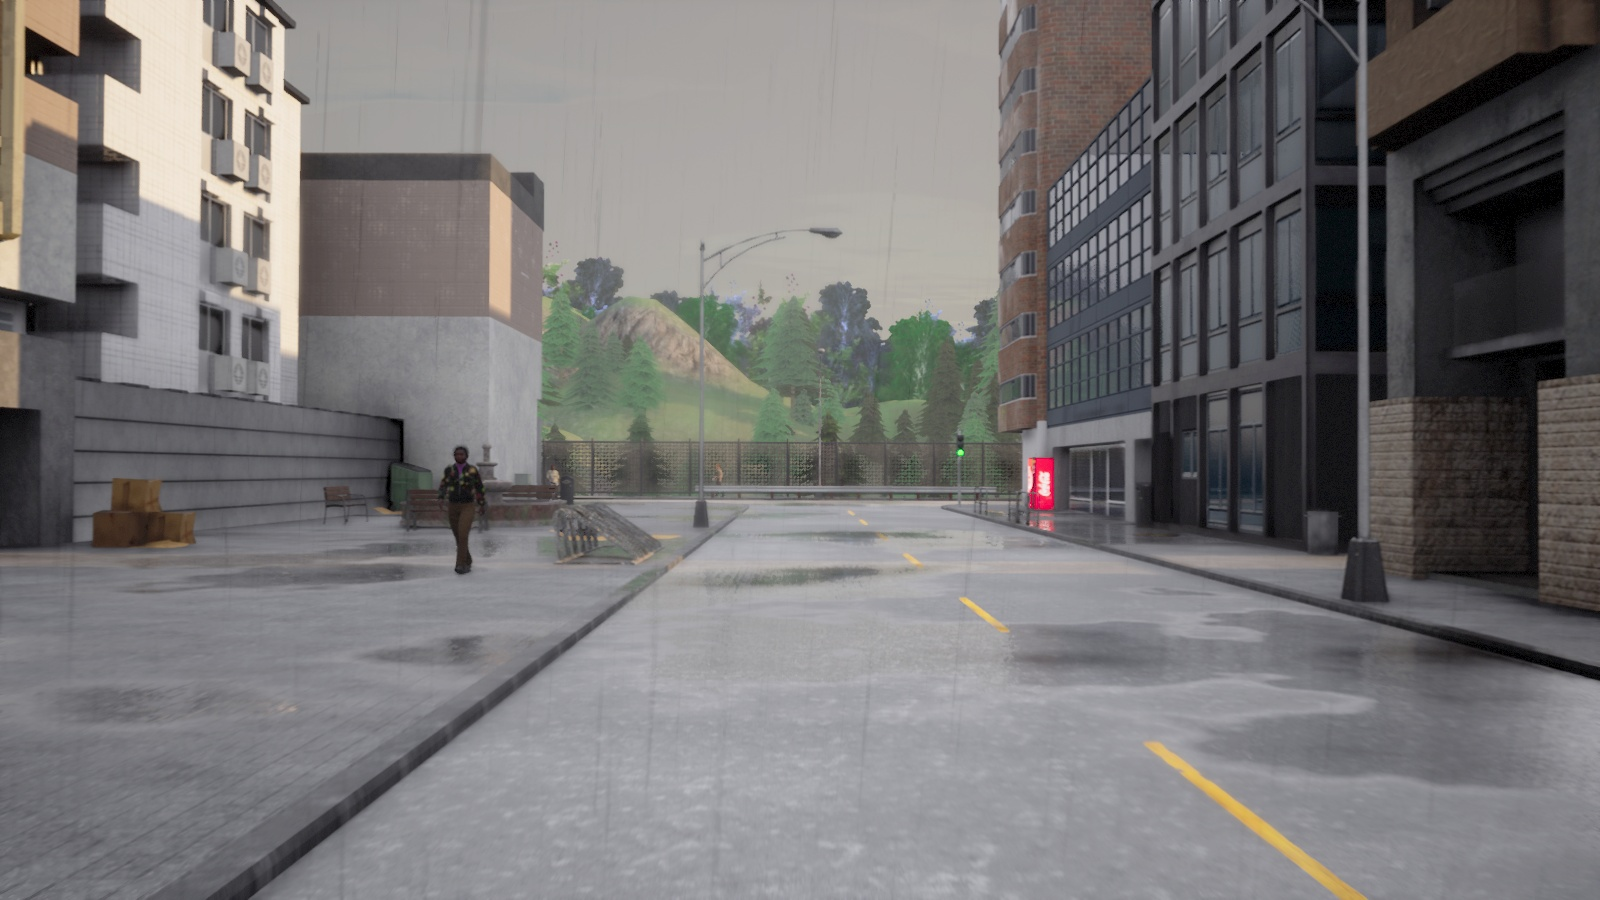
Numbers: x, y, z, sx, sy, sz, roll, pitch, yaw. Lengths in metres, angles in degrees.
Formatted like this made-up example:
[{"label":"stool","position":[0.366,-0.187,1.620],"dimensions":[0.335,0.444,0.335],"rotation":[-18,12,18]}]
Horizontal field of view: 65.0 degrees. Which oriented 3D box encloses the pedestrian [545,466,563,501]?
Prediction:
[{"label":"pedestrian","position":[-12.969,1.767,66.250],"dimensions":[0.874,1.855,0.900],"rotation":[0,-1,-16]}]
